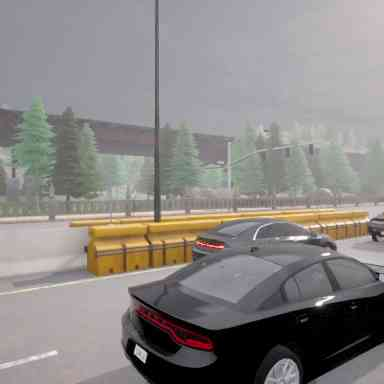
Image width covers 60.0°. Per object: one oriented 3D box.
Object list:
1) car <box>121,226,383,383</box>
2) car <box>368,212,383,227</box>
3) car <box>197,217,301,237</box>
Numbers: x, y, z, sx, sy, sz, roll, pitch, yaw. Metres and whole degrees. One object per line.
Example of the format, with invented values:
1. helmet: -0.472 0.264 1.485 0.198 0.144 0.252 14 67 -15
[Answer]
1. car: 1.494 1.478 4.812 5.008 1.535 1.882 0 0 -36
2. car: 9.931 1.491 15.135 4.902 1.511 2.128 0 0 -36
3. car: 2.263 1.505 9.663 4.892 1.490 1.837 0 0 -35
